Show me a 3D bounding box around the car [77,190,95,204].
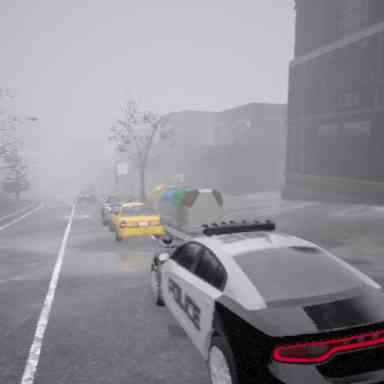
[{"bbox_3d":[-13.392,0.527,42.152,2.097,1.767,4.553,-3,2,-22],"label":"car"}]

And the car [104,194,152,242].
[{"bbox_3d":[-2.601,1.104,14.546,1.801,1.575,5.366,-2,2,-19],"label":"car"}]

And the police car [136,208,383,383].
[{"bbox_3d":[0.642,1.249,4.954,1.930,1.638,5.238,-2,2,-19],"label":"police car"}]

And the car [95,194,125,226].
[{"bbox_3d":[-4.465,0.898,20.043,2.097,1.767,4.553,-2,2,-19],"label":"car"}]
